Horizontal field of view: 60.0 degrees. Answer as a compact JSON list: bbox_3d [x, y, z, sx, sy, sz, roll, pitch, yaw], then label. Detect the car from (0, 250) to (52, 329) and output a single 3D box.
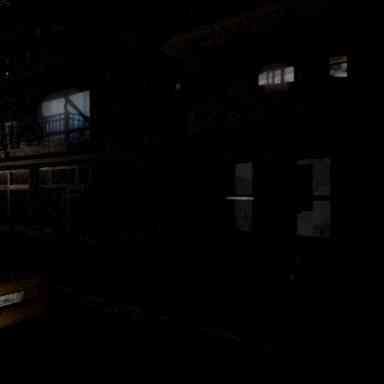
[{"bbox_3d":[-4.522,1.508,6.108,4.829,1.417,1.752,0,0,36],"label":"car"}]
